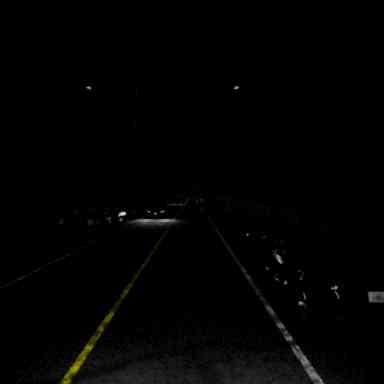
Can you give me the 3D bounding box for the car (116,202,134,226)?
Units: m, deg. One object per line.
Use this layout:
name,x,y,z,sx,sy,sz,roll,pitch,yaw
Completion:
car,-5.767,1.628,23.787,2.008,1.369,4.403,0,0,0

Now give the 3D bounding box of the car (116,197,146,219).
car,-5.767,1.412,29.397,2.192,1.841,5.009,0,0,0

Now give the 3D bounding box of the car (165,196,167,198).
car,-5.773,1.782,57.443,1.802,1.307,4.206,0,0,0

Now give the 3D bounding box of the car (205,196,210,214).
car,2.757,1.556,35.022,1.967,1.590,4.097,0,0,0

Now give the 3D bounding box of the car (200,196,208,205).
car,2.752,1.782,57.458,1.802,1.307,4.206,0,0,0

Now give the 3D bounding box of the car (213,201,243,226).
car,2.759,1.622,23.804,1.887,1.381,4.507,0,0,0

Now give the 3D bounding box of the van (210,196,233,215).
van,2.758,1.437,29.413,1.690,1.788,3.998,0,0,0

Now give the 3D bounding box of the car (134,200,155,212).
car,-5.770,1.702,40.615,1.947,1.339,4.313,0,0,0

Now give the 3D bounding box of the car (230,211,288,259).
car,2.761,1.606,12.585,1.947,1.339,4.313,0,0,0

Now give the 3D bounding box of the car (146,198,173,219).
car,-3.103,1.606,30.628,1.837,1.490,4.892,0,0,0

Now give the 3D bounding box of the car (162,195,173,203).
car,-5.777,1.607,79.882,2.192,1.841,5.009,0,0,0

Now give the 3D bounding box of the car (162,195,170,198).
car,-5.774,1.748,62.883,1.752,1.417,4.829,0,0,0

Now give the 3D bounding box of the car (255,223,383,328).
car,2.762,1.588,6.976,1.947,1.339,4.313,0,0,0

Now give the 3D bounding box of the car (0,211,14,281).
car,-5.763,1.337,6.958,2.192,1.841,5.009,0,0,0

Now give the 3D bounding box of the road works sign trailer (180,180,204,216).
road works sign trailer,-0.007,0.576,33.749,2.380,3.560,2.880,0,0,0

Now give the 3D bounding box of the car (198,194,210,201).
car,2.751,1.538,63.068,2.192,1.841,5.009,0,0,0

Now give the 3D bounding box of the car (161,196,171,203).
car,-5.776,1.709,74.272,1.967,1.590,4.097,0,0,0

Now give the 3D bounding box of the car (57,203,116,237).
car,-5.765,1.499,18.178,1.967,1.590,4.097,0,0,0

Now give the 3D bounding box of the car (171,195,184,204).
car,-3.014,1.805,71.844,1.994,1.385,4.181,0,0,0

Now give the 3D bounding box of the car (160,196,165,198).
car,-5.772,1.729,51.834,2.008,1.369,4.403,0,0,0

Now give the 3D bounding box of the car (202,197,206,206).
car,2.754,1.722,46.239,1.947,1.339,4.313,0,0,0
